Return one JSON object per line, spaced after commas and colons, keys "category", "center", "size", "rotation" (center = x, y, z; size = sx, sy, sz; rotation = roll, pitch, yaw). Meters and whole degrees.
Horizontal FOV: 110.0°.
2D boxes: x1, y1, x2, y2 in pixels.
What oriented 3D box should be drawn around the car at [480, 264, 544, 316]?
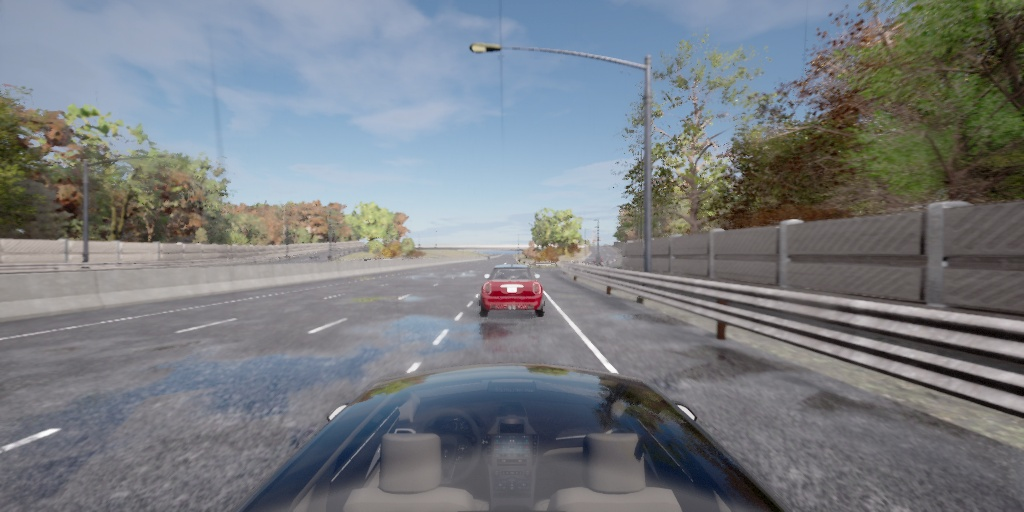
{"category": "car", "center": [0.003, 1.093, 13.539], "size": [2.097, 1.767, 4.553], "rotation": [0, 0, 0]}
